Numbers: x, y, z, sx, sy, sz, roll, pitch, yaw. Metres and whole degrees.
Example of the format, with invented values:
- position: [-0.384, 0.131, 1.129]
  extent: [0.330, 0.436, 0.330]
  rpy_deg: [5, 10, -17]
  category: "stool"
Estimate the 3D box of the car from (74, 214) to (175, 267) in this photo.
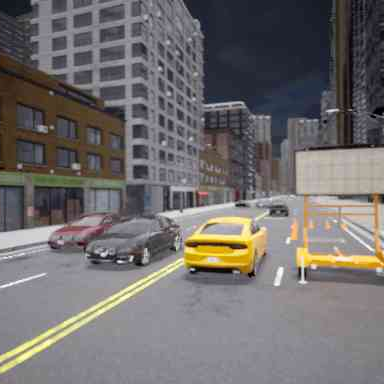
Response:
- position: [-1.877, 1.631, 12.146]
  extent: [1.837, 1.490, 4.892]
  rpy_deg: [-1, -1, 18]
  category: "car"

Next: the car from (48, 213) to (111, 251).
- position: [-4.354, 1.702, 15.036]
  extent: [1.812, 1.442, 4.674]
  rpy_deg: [-1, -1, 18]
  category: "car"

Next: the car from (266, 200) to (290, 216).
- position: [9.320, 1.717, 35.418]
  extent: [1.837, 1.490, 4.892]
  rpy_deg: [-1, 0, 18]
  category: "car"

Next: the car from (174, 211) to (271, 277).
- position: [1.280, 1.558, 10.694]
  extent: [1.882, 1.535, 5.008]
  rpy_deg: [-1, 0, 18]
  category: "car"

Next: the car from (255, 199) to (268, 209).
- position: [10.985, 1.823, 51.652]
  extent: [2.128, 1.511, 4.902]
  rpy_deg: [-1, 0, 18]
  category: "car"

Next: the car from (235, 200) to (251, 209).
- position: [8.139, 1.978, 53.393]
  extent: [1.895, 1.301, 4.718]
  rpy_deg: [-1, -1, 18]
  category: "car"

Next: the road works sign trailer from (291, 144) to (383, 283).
- position: [4.166, 0.503, 9.427]
  extent: [2.380, 3.560, 2.880]
  rpy_deg: [-1, -1, 18]
  category: "road works sign trailer"
